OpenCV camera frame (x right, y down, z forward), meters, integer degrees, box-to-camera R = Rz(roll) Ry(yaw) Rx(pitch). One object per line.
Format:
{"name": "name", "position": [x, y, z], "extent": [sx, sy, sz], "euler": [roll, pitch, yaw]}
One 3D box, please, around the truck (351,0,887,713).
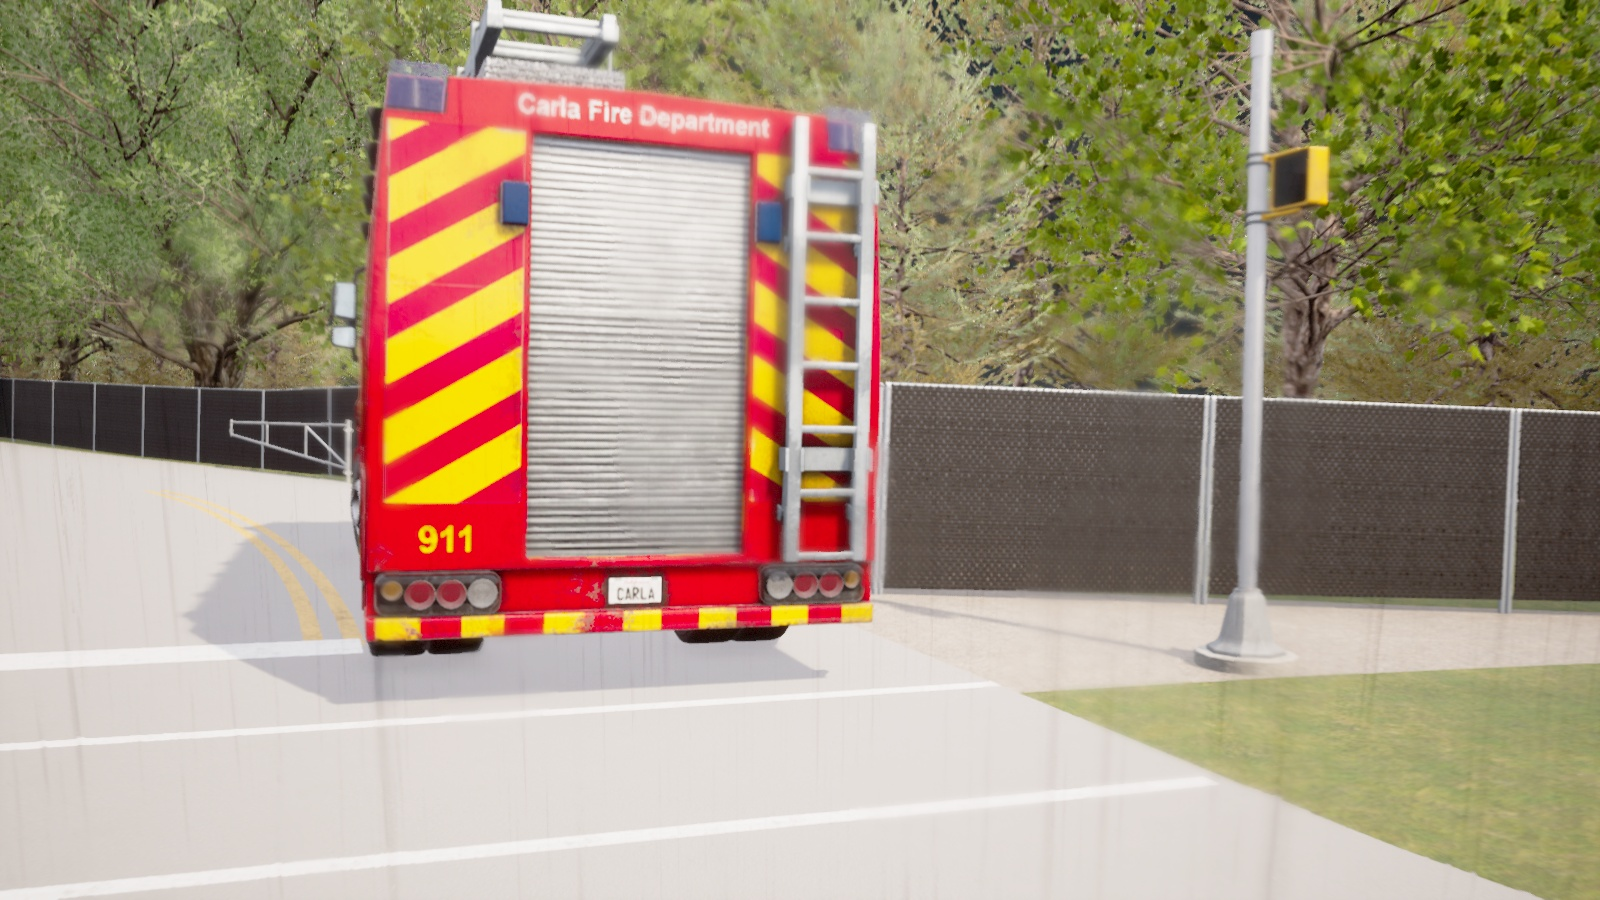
{"name": "truck", "position": [-2.323, -0.709, 10.879], "extent": [2.891, 3.827, 8.468], "euler": [1, 2, -20]}
